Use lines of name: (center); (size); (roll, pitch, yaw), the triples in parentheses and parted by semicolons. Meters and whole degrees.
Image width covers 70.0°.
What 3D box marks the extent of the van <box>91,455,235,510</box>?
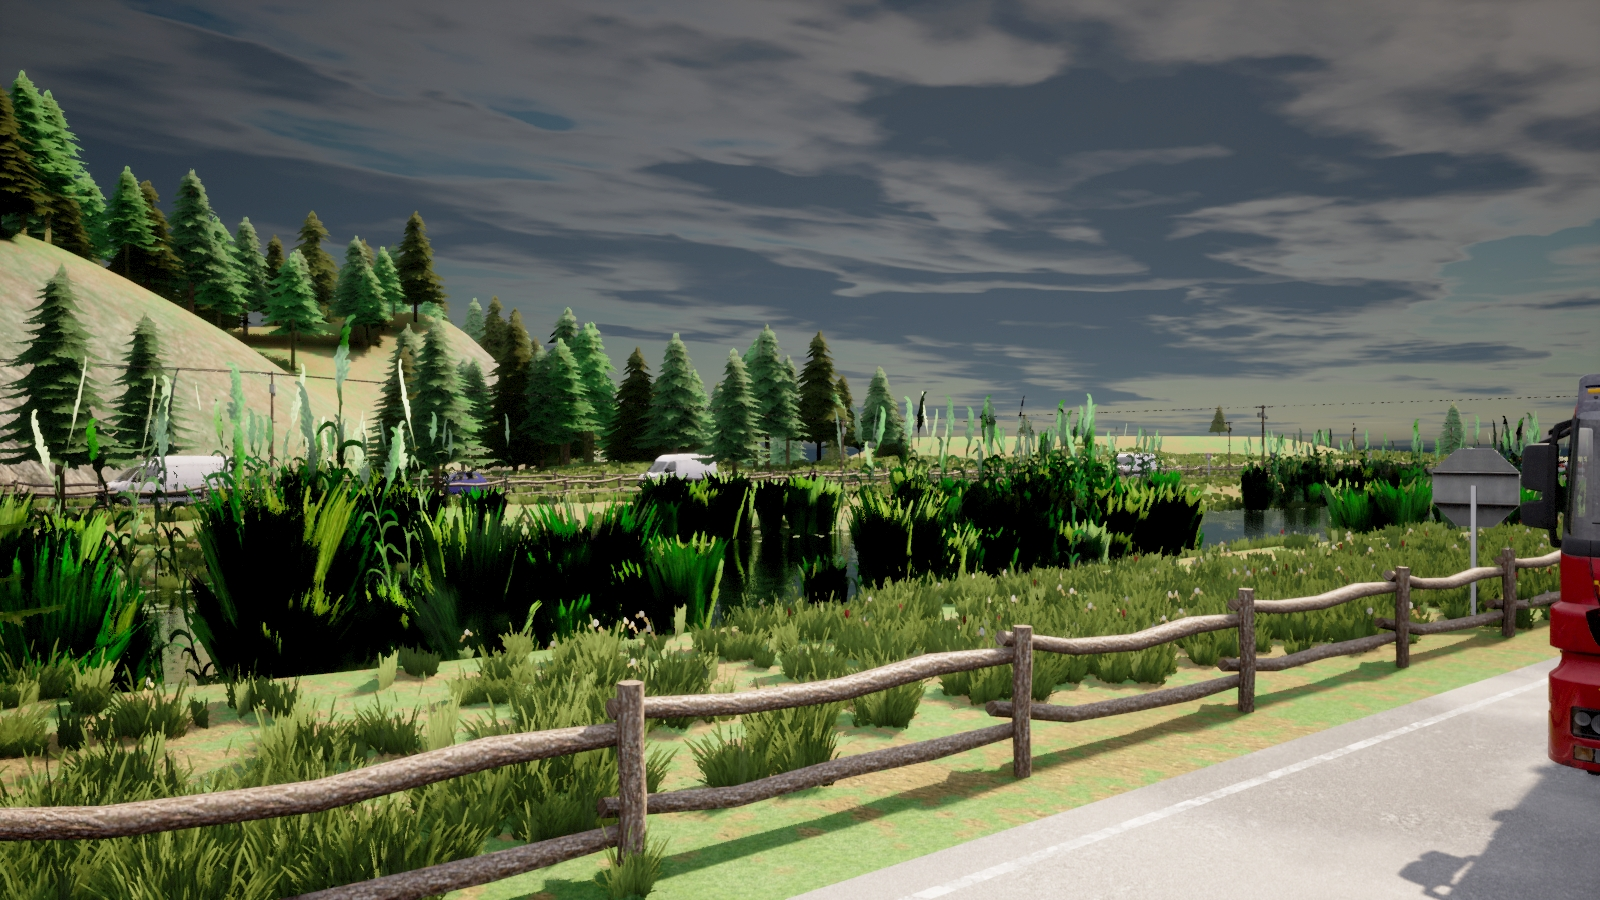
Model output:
van: (-31.457, 1.535, 56.603); (1.988, 2.561, 5.915); (0, 0, 42)

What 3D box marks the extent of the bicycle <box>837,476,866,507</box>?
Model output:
bicycle: (2.528, 2.029, 56.039); (1.643, 1.496, 0.373); (0, 0, -43)

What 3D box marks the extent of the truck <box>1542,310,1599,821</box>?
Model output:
truck: (9.618, 0.862, 10.988); (2.891, 3.827, 8.468); (0, 0, 42)

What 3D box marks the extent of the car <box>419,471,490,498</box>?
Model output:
car: (-20.596, 2.039, 68.200); (1.845, 1.501, 3.633); (0, 0, 45)
